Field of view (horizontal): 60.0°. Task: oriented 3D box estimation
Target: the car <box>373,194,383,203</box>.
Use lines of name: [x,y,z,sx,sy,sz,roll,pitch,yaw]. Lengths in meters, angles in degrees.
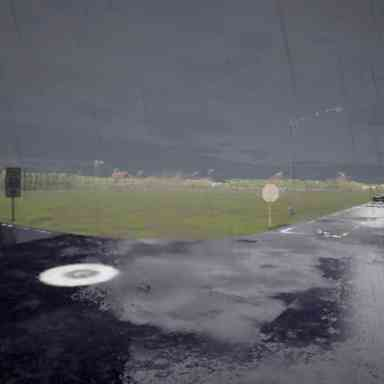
car: [25.981,0.906,45.492,1.895,1.301,4.718,1,1,35]
